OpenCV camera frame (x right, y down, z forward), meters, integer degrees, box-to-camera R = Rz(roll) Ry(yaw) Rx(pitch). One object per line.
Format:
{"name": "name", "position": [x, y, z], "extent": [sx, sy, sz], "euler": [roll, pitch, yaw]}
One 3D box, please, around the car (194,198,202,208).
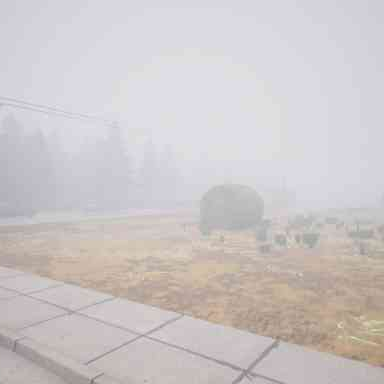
{"name": "car", "position": [2.088, 1.552, 47.168], "extent": [1.812, 1.442, 4.674], "euler": [0, 0, 36]}

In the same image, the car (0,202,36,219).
{"name": "car", "position": [-15.937, 1.591, 28.984], "extent": [1.994, 1.385, 4.181], "euler": [0, 0, 36]}

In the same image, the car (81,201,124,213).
{"name": "car", "position": [-9.929, 1.628, 37.121], "extent": [1.895, 1.301, 4.718], "euler": [0, 0, 36]}

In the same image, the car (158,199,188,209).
{"name": "car", "position": [-2.665, 1.628, 46.921], "extent": [1.895, 1.301, 4.718], "euler": [0, 0, 37]}
